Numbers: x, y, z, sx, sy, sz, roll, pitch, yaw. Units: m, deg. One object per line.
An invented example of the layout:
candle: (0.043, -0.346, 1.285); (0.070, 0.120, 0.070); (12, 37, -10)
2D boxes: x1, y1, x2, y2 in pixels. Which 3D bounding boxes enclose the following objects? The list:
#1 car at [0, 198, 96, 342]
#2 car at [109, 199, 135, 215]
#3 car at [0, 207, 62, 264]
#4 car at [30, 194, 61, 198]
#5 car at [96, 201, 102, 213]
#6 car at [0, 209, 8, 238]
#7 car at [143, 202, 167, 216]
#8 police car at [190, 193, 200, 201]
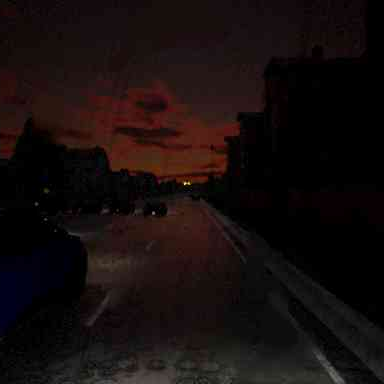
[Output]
car: (-3.401, 1.216, 5.096); (2.150, 2.045, 5.566); (0, 0, 0)
car: (-6.915, 1.455, 33.308); (2.128, 1.511, 4.902); (0, 0, 0)
car: (-6.906, 1.463, 12.802); (1.882, 1.535, 5.008); (0, 0, 0)
car: (-13.911, 1.186, 32.467); (2.150, 2.045, 5.566); (0, 0, 0)
car: (-10.415, 1.455, 33.314); (2.128, 1.511, 4.902); (0, 0, 0)
car: (-10.407, 1.547, 14.900); (1.994, 1.385, 4.181); (0, 0, 0)
car: (-3.414, 1.566, 31.792); (1.895, 1.301, 4.718); (0, 0, 0)
police car: (1.013, 1.337, 82.445); (1.930, 1.638, 5.238); (0, 0, 0)
